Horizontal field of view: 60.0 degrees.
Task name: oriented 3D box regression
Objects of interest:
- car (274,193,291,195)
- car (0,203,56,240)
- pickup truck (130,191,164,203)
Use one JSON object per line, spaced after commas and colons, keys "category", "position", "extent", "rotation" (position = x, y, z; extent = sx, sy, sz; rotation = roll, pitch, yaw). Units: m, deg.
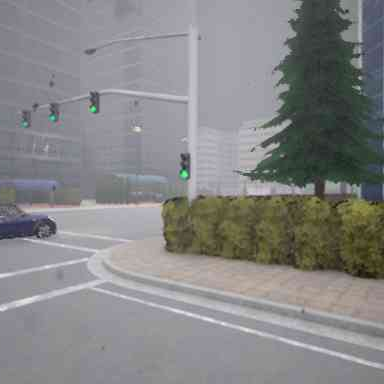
{"category": "car", "position": [12.345, 1.156, 44.059], "extent": [2.150, 2.045, 5.566], "rotation": [0, 0, 35]}
{"category": "car", "position": [-8.363, 1.271, 14.598], "extent": [2.097, 1.767, 4.553], "rotation": [0, 0, 35]}
{"category": "pickup truck", "position": [-7.879, 0.862, 56.363], "extent": [6.274, 2.098, 2.390], "rotation": [0, 0, -24]}
